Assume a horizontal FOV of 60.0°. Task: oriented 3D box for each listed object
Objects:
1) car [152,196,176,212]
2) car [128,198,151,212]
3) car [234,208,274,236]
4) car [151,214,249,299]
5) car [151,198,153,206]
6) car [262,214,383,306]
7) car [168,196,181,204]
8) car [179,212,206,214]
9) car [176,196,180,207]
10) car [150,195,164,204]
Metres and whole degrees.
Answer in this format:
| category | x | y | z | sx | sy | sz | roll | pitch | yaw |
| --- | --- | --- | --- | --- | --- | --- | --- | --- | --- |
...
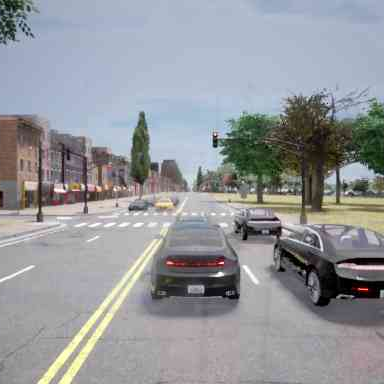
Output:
| category | x | y | z | sx | sy | sz | roll | pitch | yaw |
| --- | --- | --- | --- | --- | --- | --- | --- | --- | --- |
| car | -3.372 | 1.598 | 41.081 | 1.882 | 1.535 | 5.008 | 0 | 0 | 0 |
| car | -6.614 | 1.685 | 40.987 | 1.994 | 1.385 | 4.181 | 0 | 0 | 0 |
| car | 3.290 | 1.577 | 17.236 | 2.128 | 1.511 | 4.902 | 0 | 0 | 0 |
| car | 0.078 | 1.531 | 8.466 | 1.837 | 1.490 | 4.892 | 0 | 0 | 0 |
| car | -6.616 | 1.596 | 52.765 | 2.033 | 1.411 | 5.357 | 0 | 0 | 0 |
| car | 3.327 | 1.515 | 8.026 | 2.128 | 1.511 | 4.902 | 0 | 0 | 0 |
| car | -3.325 | 1.495 | 64.115 | 2.033 | 1.411 | 5.357 | 0 | 1 | 0 |
| car | 0.045 | 1.689 | 17.771 | 1.895 | 1.301 | 4.718 | 0 | 0 | 0 |
| car | -3.362 | 1.610 | 53.057 | 1.994 | 1.385 | 4.181 | 0 | 0 | 0 |
| car | -6.576 | 1.444 | 63.656 | 2.128 | 1.511 | 4.902 | 0 | 0 | 0 |
